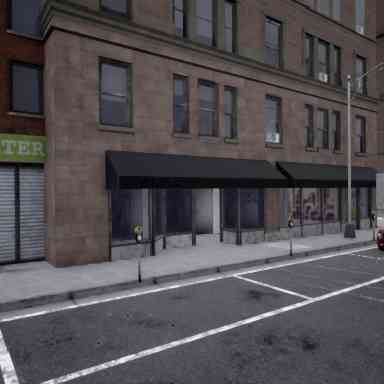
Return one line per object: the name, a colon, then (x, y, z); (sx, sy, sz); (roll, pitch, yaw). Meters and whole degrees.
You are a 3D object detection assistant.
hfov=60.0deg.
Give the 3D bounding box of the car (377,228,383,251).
car: (8.899, 1.541, 12.894); (4.507, 1.381, 1.887); (0, -1, -36)
